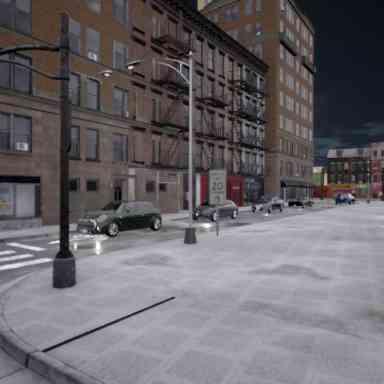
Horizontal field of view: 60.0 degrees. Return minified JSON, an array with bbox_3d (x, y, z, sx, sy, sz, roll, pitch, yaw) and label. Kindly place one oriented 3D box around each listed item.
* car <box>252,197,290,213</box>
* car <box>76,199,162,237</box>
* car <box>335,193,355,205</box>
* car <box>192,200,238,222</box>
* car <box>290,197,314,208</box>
[{"bbox_3d":[7.561,1.216,32.845,2.128,1.511,4.902,0,1,36],"label":"car"},{"bbox_3d":[-3.665,1.211,17.286,2.097,1.767,4.553,0,1,37],"label":"car"},{"bbox_3d":[22.878,0.948,49.537,2.097,1.767,4.553,0,1,36],"label":"car"},{"bbox_3d":[1.740,1.298,24.758,1.837,1.490,4.892,0,1,36],"label":"car"},{"bbox_3d":[13.432,1.261,40.946,1.895,1.301,4.718,0,1,36],"label":"car"}]
